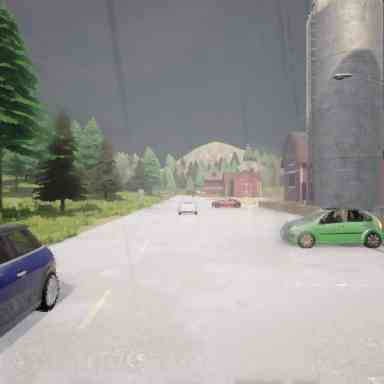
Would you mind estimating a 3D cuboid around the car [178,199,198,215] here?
[{"bbox_3d":[-0.419,1.526,34.009,1.812,1.442,4.674,0,0,-1],"label":"car"}]

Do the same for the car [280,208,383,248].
[{"bbox_3d":[5.824,1.483,14.099,3.988,1.617,1.851,0,0,-1],"label":"car"}]

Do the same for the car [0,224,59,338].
[{"bbox_3d":[-3.675,1.352,4.710,2.097,1.767,4.553,0,0,-1],"label":"car"}]

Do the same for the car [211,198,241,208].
[{"bbox_3d":[4.833,1.550,47.096,4.181,1.381,1.994,0,0,-1],"label":"car"}]
